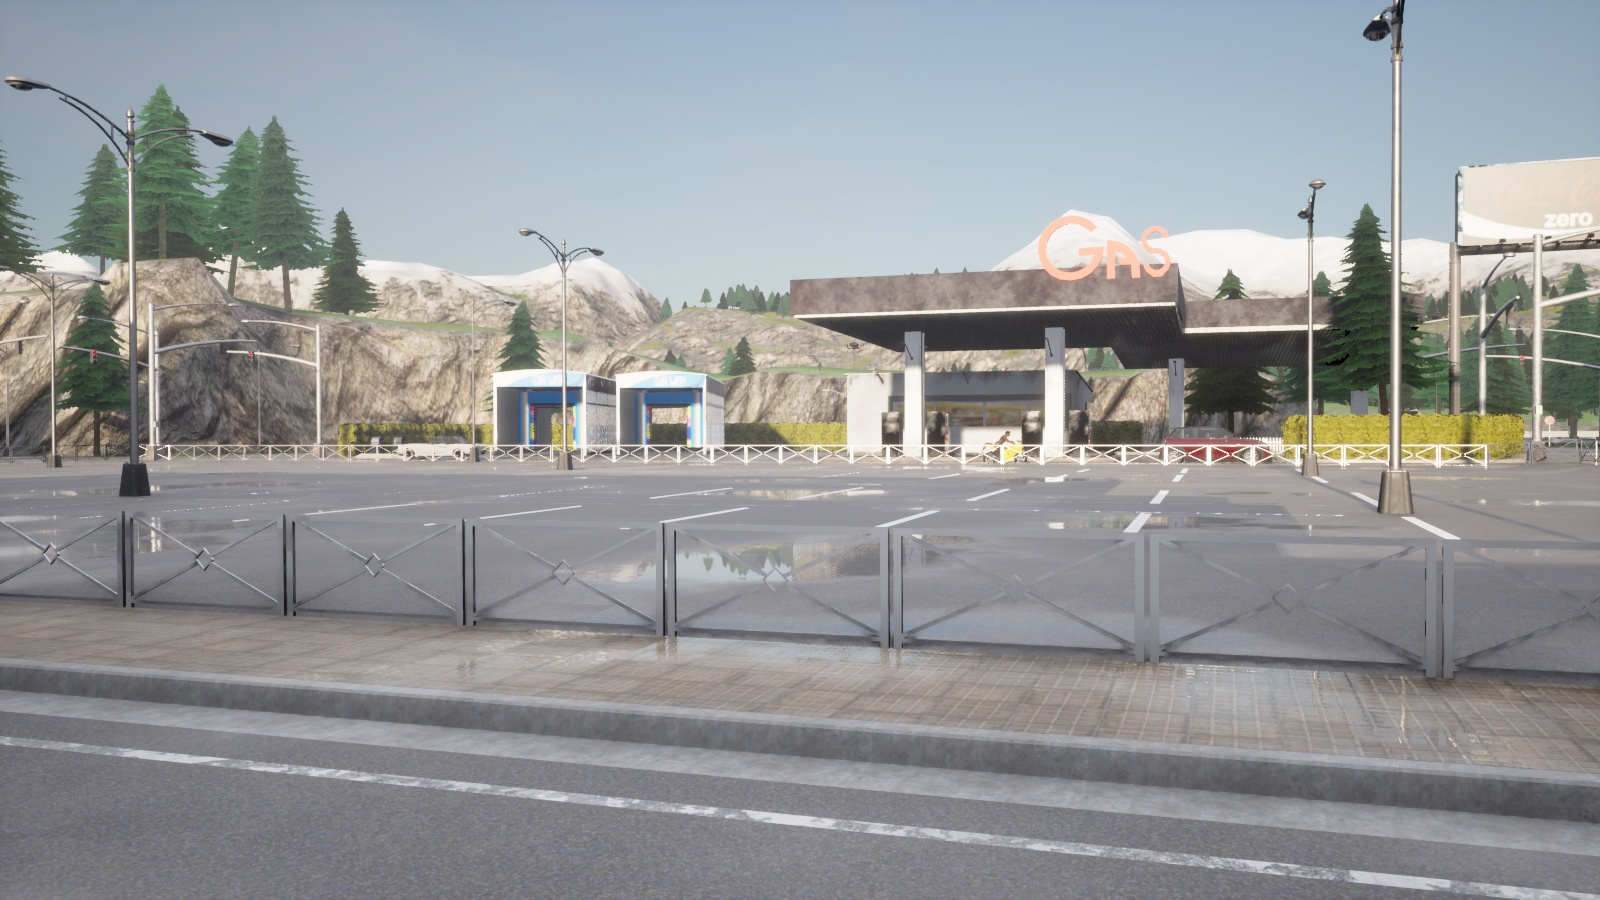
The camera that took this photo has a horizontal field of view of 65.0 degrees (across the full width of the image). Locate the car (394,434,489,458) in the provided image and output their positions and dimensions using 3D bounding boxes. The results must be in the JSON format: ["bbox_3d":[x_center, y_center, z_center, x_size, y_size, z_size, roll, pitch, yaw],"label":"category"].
[{"bbox_3d":[-19.868,-0.249,69.730,4.718,1.301,1.895,0,1,8],"label":"car"}]

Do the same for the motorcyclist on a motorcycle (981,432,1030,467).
[{"bbox_3d":[9.109,-0.035,55.754,2.044,1.523,0.797,1,1,19],"label":"motorcyclist on a motorcycle"}]

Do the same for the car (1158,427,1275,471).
[{"bbox_3d":[17.513,-0.081,52.873,4.553,1.767,2.097,1,1,19],"label":"car"}]
